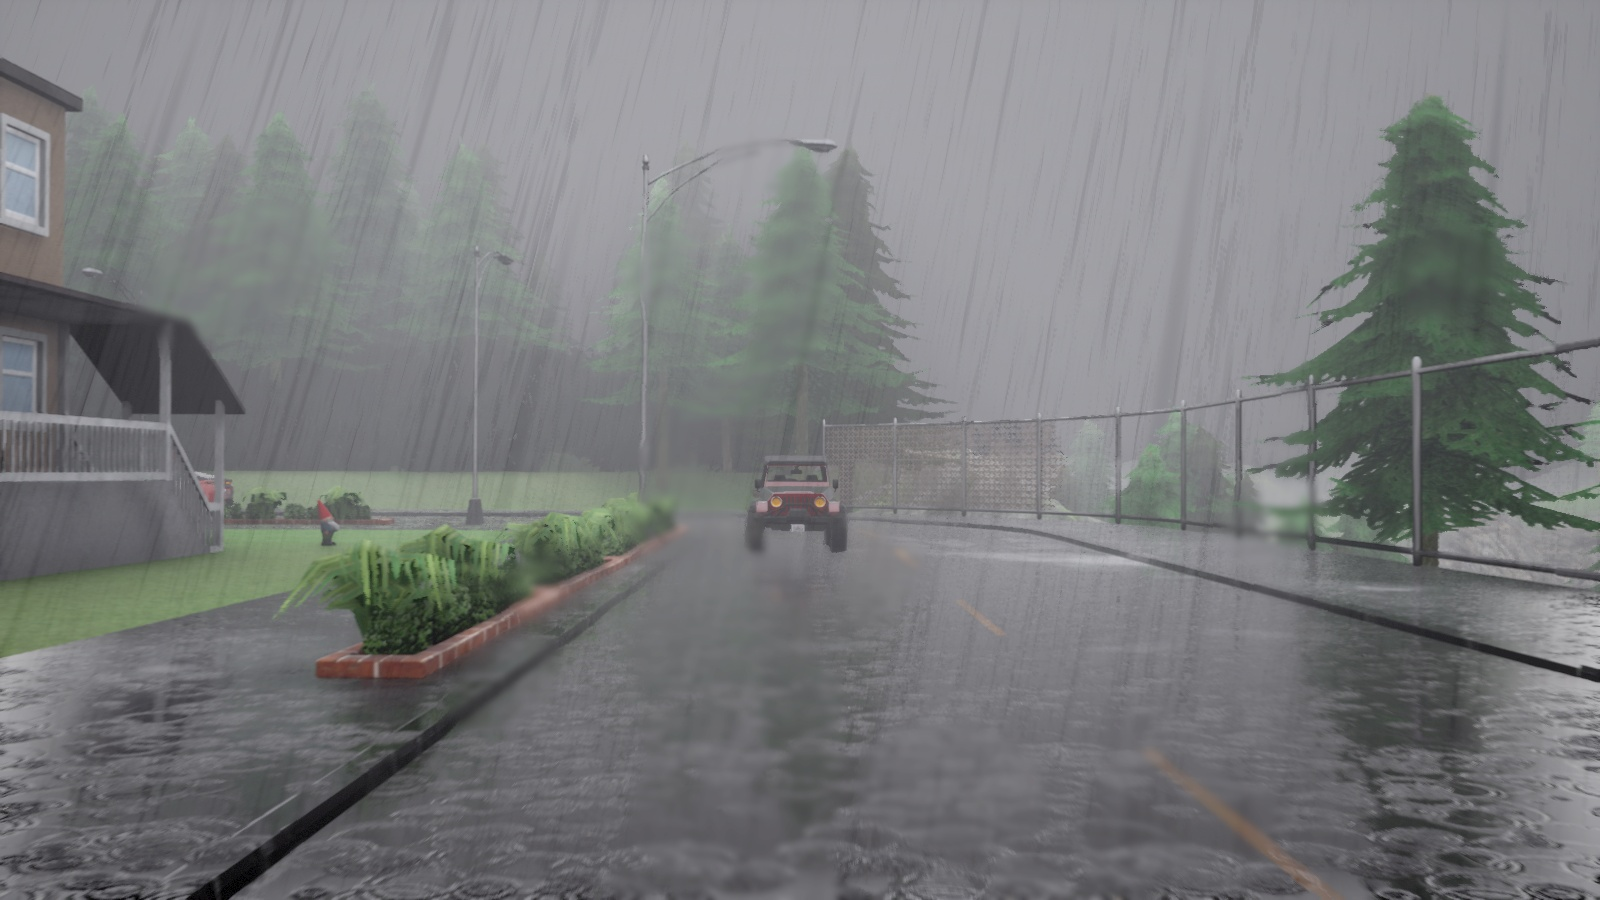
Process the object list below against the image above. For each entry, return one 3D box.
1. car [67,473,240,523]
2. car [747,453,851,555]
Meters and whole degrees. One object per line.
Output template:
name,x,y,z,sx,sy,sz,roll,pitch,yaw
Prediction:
car,-20.729,1.521,40.408,4.514,1.525,2.007,0,-1,0
car,-0.060,1.033,25.195,1.905,1.878,3.866,0,-1,-1
